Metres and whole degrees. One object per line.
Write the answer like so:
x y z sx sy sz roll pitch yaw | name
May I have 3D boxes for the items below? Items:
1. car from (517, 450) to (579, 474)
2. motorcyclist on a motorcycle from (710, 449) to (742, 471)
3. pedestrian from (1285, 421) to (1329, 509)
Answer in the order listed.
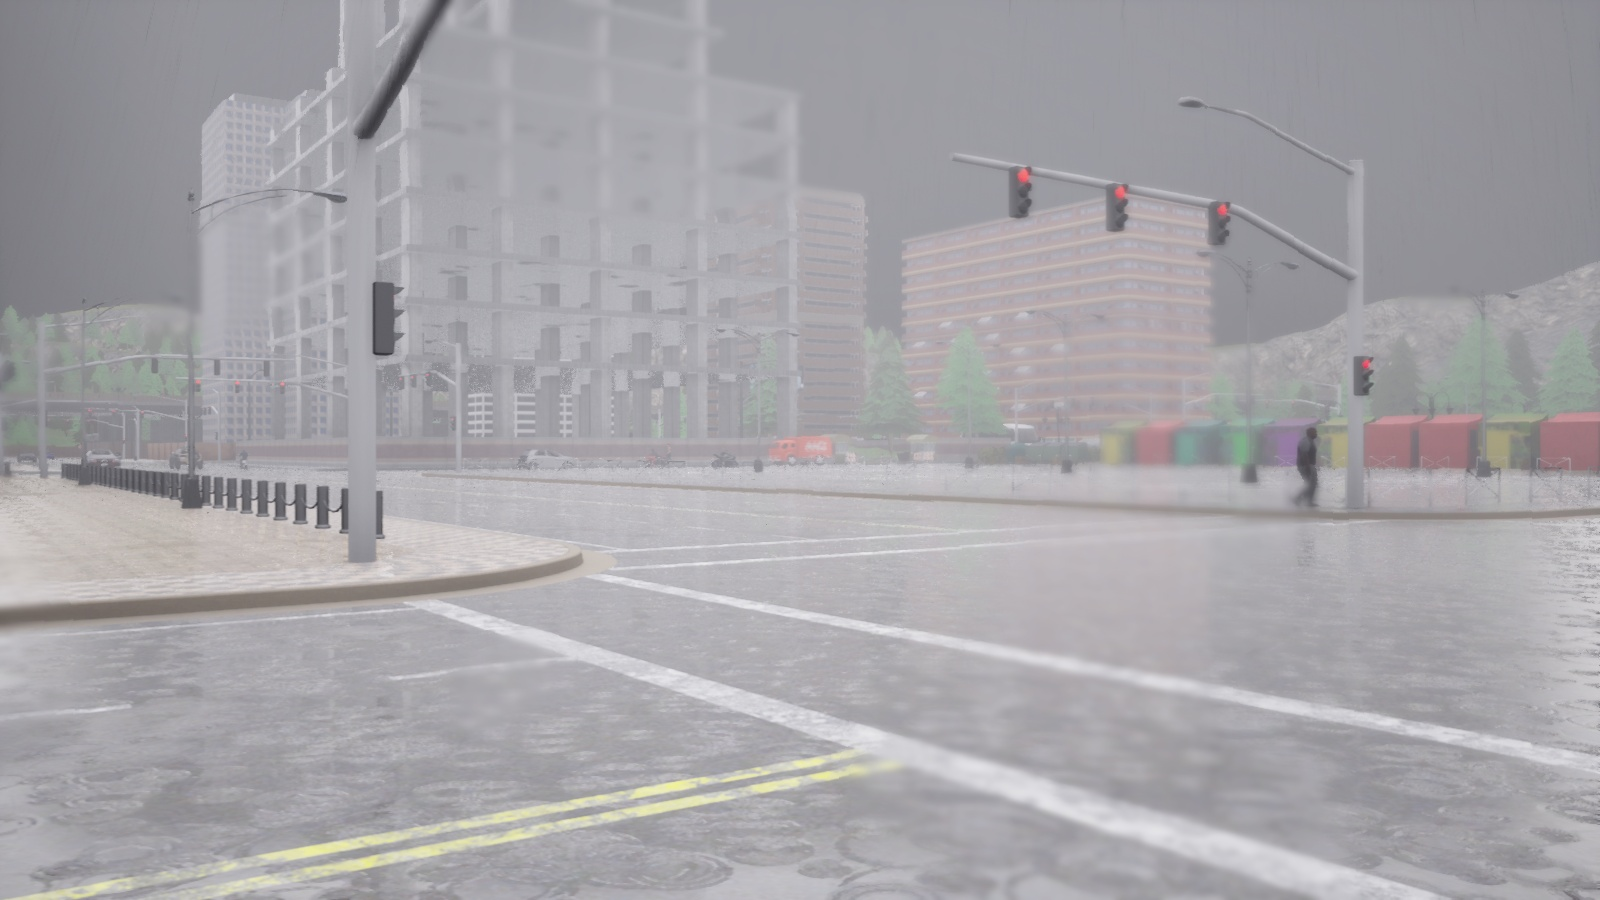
-16.845 0.780 84.043 3.633 1.501 1.845 0 0 -35 | car
-5.404 0.728 92.072 2.191 1.530 0.866 0 0 -35 | motorcyclist on a motorcycle
11.020 0.323 27.290 0.849 1.883 0.563 0 0 23 | pedestrian
